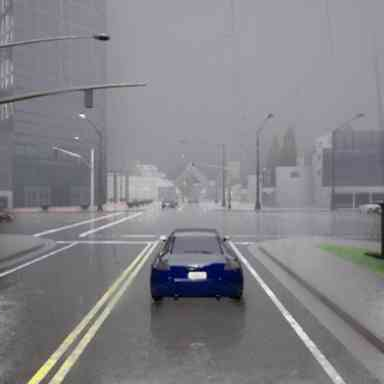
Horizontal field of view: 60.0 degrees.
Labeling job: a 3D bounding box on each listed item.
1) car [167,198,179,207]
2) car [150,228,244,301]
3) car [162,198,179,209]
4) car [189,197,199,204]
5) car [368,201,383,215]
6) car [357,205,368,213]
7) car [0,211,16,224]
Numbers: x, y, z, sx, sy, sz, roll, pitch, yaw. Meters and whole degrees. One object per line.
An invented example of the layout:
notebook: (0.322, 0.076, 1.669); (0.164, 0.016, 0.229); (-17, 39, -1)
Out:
car: (-3.515, 1.843, 61.266); (1.837, 1.490, 4.892); (0, 0, 1)
car: (0.085, 1.612, 8.527); (1.994, 1.385, 4.181); (0, 0, -1)
car: (-3.565, 1.772, 50.866); (2.128, 1.511, 4.902); (0, 0, 0)
car: (0.466, 1.940, 75.166); (2.128, 1.511, 4.902); (0, 0, 8)
car: (20.521, 1.699, 33.275); (4.181, 1.385, 1.994); (0, 0, 0)
car: (20.761, 1.681, 36.790); (4.674, 1.442, 1.812); (0, -1, -2)
car: (-16.230, 1.775, 25.805); (4.674, 1.442, 1.812); (-1, 0, 0)
